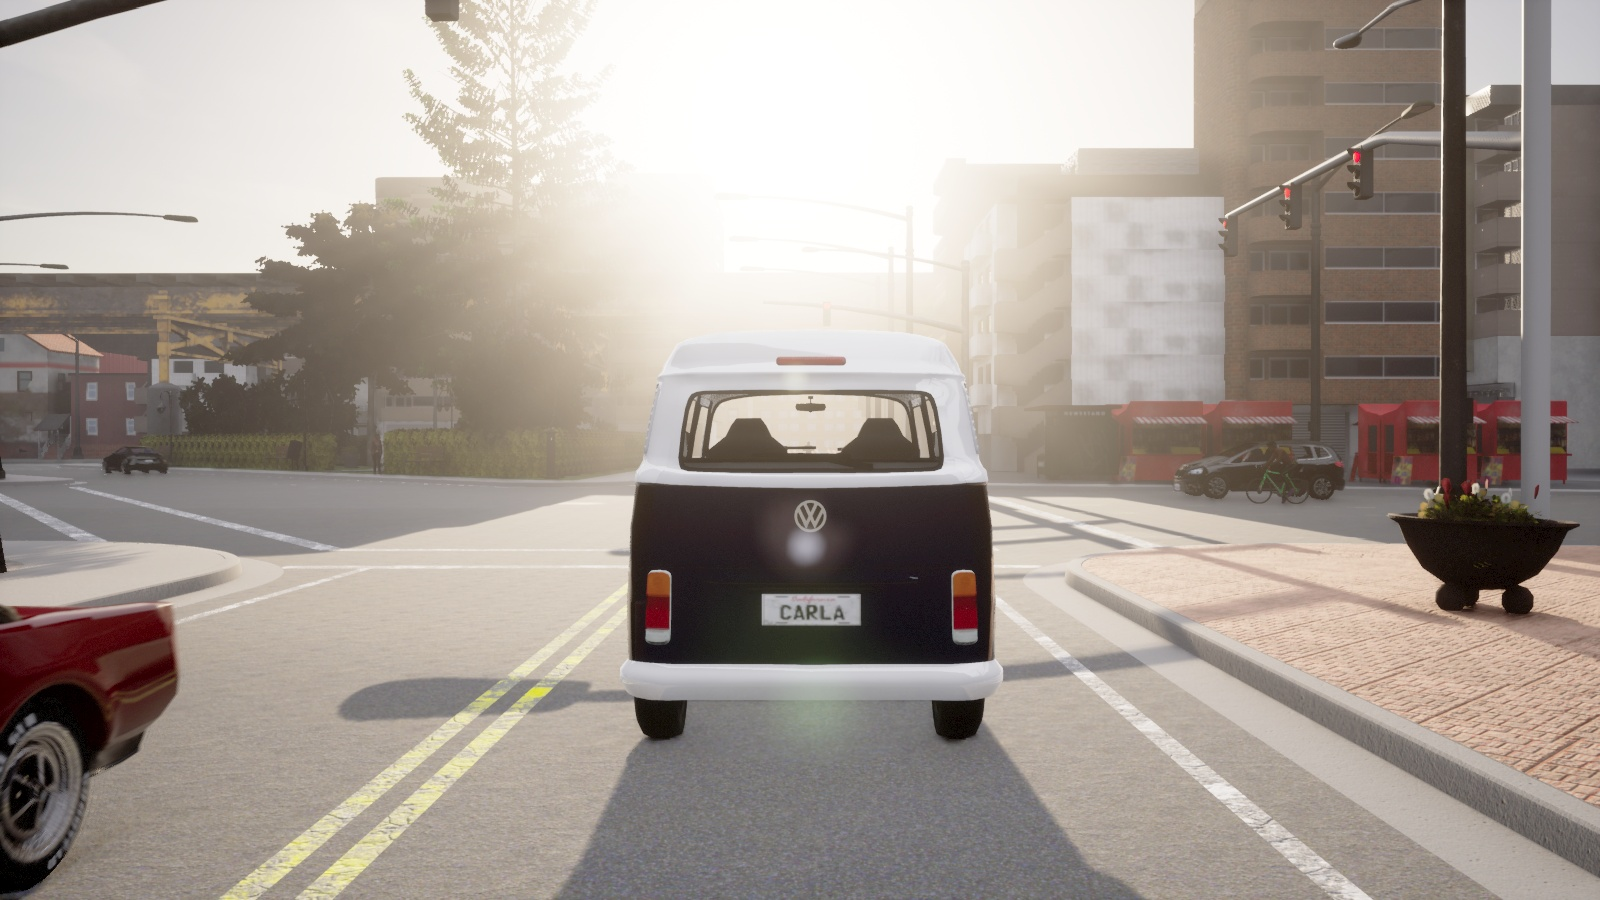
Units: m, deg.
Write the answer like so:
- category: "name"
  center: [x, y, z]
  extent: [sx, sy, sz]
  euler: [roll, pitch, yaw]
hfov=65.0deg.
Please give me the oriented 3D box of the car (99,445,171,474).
- category: "car"
  center: [-32.726, 0.435, 61.733]
  extent: [4.181, 1.385, 1.994]
  euler: [0, 0, 45]

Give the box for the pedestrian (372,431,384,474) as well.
- category: "pedestrian"
  center: [-17.919, 0.096, 53.314]
  extent: [0.328, 1.805, 0.869]
  euler: [0, 0, -31]

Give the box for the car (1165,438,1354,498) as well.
- category: "car"
  center: [13.125, 0.497, 36.080]
  extent: [4.611, 1.667, 2.242]
  euler: [0, 0, 0]

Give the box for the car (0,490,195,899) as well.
- category: "car"
  center: [-3.466, 0.828, 2.840]
  extent: [1.895, 1.301, 4.718]
  euler: [0, 0, 0]

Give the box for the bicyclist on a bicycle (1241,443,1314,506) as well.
- category: "bicyclist on a bicycle"
  center: [12.392, 0.626, 32.583]
  extent: [1.656, 1.620, 0.582]
  euler: [0, 0, 0]

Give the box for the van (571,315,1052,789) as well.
- category: "van"
  center: [0.066, 0.427, 7.651]
  extent: [2.069, 2.038, 4.480]
  euler: [0, 0, 0]
